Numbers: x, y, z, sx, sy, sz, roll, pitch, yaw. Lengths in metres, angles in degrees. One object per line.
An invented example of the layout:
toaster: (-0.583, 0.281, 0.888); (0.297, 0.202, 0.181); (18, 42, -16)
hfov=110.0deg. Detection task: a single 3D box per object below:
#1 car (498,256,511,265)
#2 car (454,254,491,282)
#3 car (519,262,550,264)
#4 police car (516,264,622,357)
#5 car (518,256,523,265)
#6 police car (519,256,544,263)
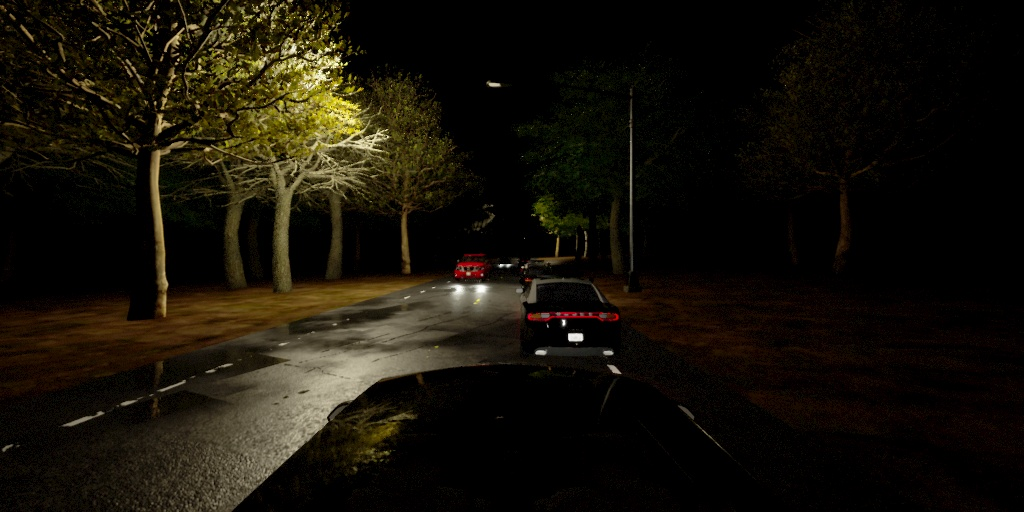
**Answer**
car: (-1.232, 0.761, 61.786); (1.994, 1.385, 4.181); (0, 1, 3)
car: (-2.864, 0.842, 27.369); (2.150, 2.045, 5.566); (0, 1, 3)
car: (1.405, 1.223, 18.489); (1.812, 1.442, 4.674); (0, 0, 2)
police car: (1.126, 1.169, 8.661); (1.930, 1.638, 5.238); (0, 0, 1)
car: (1.819, 0.860, 50.135); (1.837, 1.490, 4.892); (0, 1, 2)
police car: (1.666, 1.069, 24.576); (1.930, 1.638, 5.238); (0, 1, 3)
